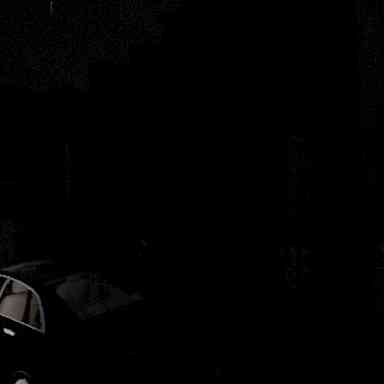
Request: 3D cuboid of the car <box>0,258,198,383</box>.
[{"bbox_3d":[-1.964,1.554,4.349,4.403,1.369,2.008,0,-1,38],"label":"car"}]
